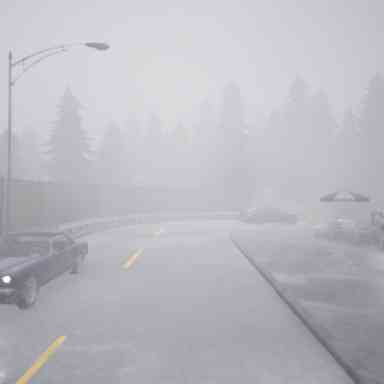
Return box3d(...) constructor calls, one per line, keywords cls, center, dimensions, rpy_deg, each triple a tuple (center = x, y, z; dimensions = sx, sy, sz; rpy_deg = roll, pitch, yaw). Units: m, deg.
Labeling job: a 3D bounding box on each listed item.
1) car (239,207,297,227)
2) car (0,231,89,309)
box3d(cls="car", center=(5.932, 1.864, 25.909), dimensions=(4.674, 1.442, 1.812), rpy_deg=(0, -2, -18))
box3d(cls="car", center=(-4.139, 1.709, 8.233), dimensions=(1.895, 1.301, 4.718), rpy_deg=(0, -1, -1))
